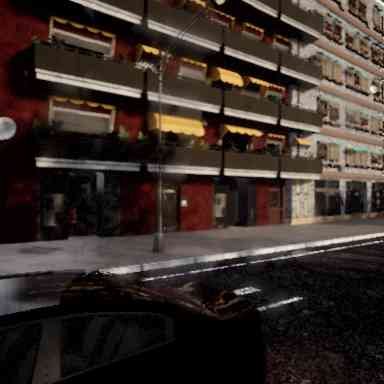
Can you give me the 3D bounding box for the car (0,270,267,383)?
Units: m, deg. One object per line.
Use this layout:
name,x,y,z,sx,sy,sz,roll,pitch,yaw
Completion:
car,-1.589,1.481,2.585,5.008,1.535,1.882,1,-1,-36
